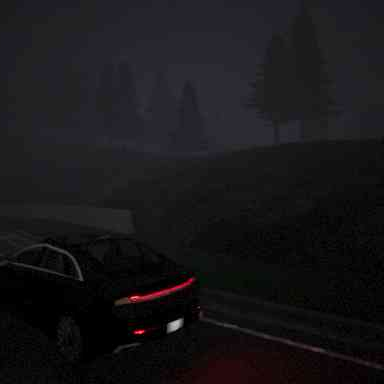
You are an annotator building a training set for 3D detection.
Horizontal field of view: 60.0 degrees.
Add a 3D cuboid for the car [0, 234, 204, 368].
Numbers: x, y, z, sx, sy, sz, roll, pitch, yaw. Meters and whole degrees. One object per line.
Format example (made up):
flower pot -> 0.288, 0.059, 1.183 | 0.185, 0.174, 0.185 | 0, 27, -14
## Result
car -> -2.047, 1.514, 5.872 | 4.902, 1.511, 2.128 | 0, 0, 41
